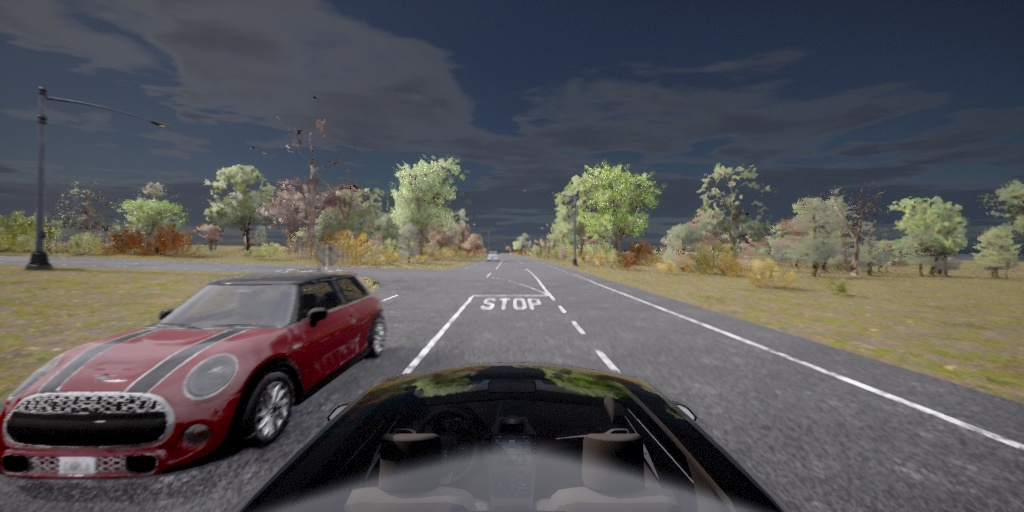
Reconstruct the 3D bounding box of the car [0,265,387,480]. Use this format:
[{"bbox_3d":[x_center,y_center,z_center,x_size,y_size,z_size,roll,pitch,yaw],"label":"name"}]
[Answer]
[{"bbox_3d":[-3.507,1.061,5.125,2.097,1.767,4.553,0,1,0],"label":"car"}]
